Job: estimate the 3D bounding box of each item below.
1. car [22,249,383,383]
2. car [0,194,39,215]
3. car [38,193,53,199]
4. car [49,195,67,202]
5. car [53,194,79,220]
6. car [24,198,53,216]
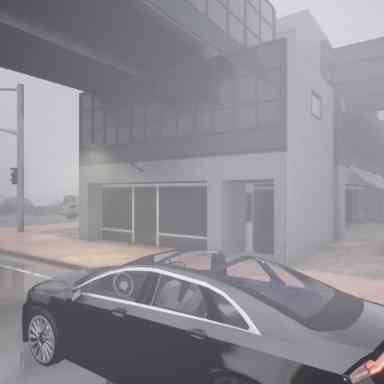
[{"bbox_3d":[-0.217,1.492,4.148,4.902,1.511,2.128,0,0,35],"label":"car"},{"bbox_3d":[-17.903,1.352,32.429,2.097,1.767,4.553,0,0,36],"label":"car"},{"bbox_3d":[-30.588,1.153,69.404,4.605,1.855,1.932,0,0,35],"label":"car"},{"bbox_3d":[-28.861,1.364,71.730,3.905,1.438,1.784,0,0,35],"label":"car"},{"bbox_3d":[-8.164,1.221,27.598,2.150,2.045,5.566,0,0,37],"label":"car"},{"bbox_3d":[-13.405,1.601,32.655,1.895,1.301,4.718,0,0,36],"label":"car"}]
